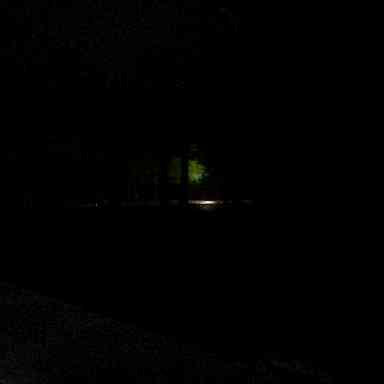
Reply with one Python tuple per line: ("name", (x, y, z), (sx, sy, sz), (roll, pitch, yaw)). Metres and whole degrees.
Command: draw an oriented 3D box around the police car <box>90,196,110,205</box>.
("police car", (-16.516, 1.556, 61.456), (2.038, 1.542, 4.974), (-1, -1, 36))
